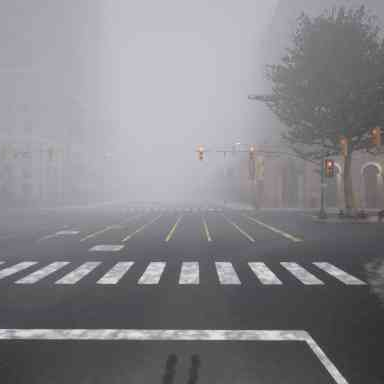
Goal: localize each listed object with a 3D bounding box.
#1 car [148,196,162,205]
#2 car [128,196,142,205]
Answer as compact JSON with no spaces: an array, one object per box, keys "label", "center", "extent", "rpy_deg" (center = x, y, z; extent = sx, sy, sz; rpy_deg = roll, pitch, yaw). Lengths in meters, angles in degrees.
[{"label":"car","center":[-6.652,1.525,59.258],"extent":[1.812,1.442,4.674],"rpy_deg":[0,0,1]},{"label":"car","center":[-10.142,1.525,59.840],"extent":[1.812,1.442,4.674],"rpy_deg":[0,0,1]}]
